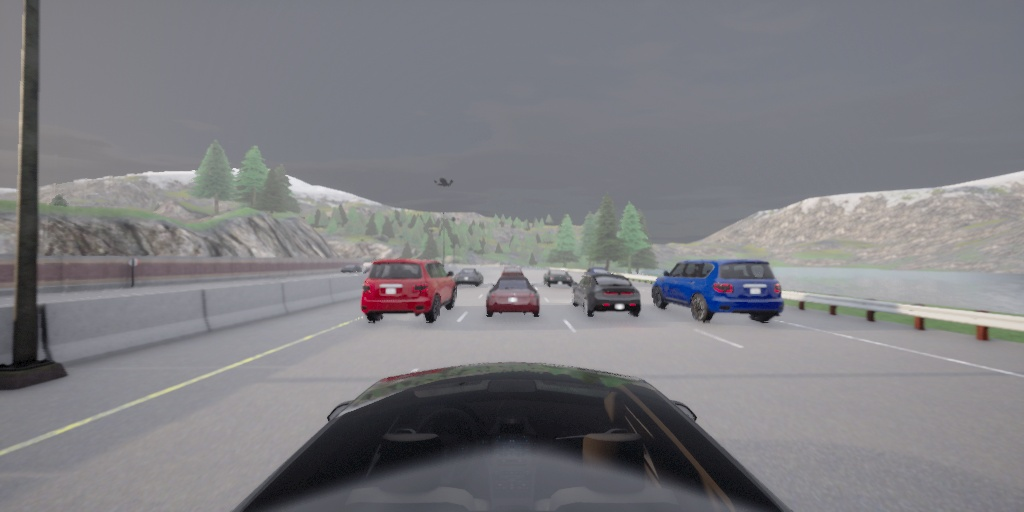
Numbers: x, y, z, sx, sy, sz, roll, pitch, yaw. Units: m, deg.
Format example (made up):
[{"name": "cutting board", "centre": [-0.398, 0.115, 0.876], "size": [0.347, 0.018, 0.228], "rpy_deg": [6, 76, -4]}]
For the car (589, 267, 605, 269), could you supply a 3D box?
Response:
[{"name": "car", "centre": [7.054, 1.668, 29.815], "size": [1.812, 1.442, 4.674], "rpy_deg": [0, -1, 1]}]

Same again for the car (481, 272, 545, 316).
[{"name": "car", "centre": [0.047, 1.490, 14.242], "size": [1.994, 1.385, 4.181], "rpy_deg": [0, -1, 0]}]

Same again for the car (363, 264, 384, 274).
[{"name": "car", "centre": [-21.600, 2.037, 56.080], "size": [1.812, 1.442, 4.674], "rpy_deg": [0, -1, -4]}]

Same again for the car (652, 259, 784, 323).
[{"name": "car", "centre": [7.034, 1.131, 13.009], "size": [2.150, 2.045, 5.566], "rpy_deg": [0, -1, 0]}]

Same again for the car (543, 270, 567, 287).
[{"name": "car", "centre": [3.542, 1.726, 28.501], "size": [1.895, 1.301, 4.718], "rpy_deg": [0, -1, 1]}]

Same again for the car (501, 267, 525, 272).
[{"name": "car", "centre": [0.058, 1.628, 30.303], "size": [1.882, 1.535, 5.008], "rpy_deg": [0, 0, 1]}]

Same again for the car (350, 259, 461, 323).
[{"name": "car", "centre": [-3.466, 1.131, 13.012], "size": [2.150, 2.045, 5.566], "rpy_deg": [0, -1, 0]}]

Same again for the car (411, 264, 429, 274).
[{"name": "car", "centre": [-14.678, 2.035, 57.475], "size": [1.837, 1.490, 4.892], "rpy_deg": [0, -1, -4]}]

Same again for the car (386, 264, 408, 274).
[{"name": "car", "centre": [-18.109, 2.068, 56.790], "size": [2.033, 1.411, 5.357], "rpy_deg": [0, -1, -4]}]

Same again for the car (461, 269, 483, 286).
[{"name": "car", "centre": [-3.452, 1.699, 29.170], "size": [1.994, 1.385, 4.181], "rpy_deg": [0, -1, 1]}]

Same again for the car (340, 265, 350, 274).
[{"name": "car", "centre": [-25.089, 2.062, 56.330], "size": [2.033, 1.411, 5.357], "rpy_deg": [0, -1, -4]}]

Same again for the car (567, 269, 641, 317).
[{"name": "car", "centre": [3.546, 1.430, 14.148], "size": [1.837, 1.490, 4.892], "rpy_deg": [0, 0, 1]}]
